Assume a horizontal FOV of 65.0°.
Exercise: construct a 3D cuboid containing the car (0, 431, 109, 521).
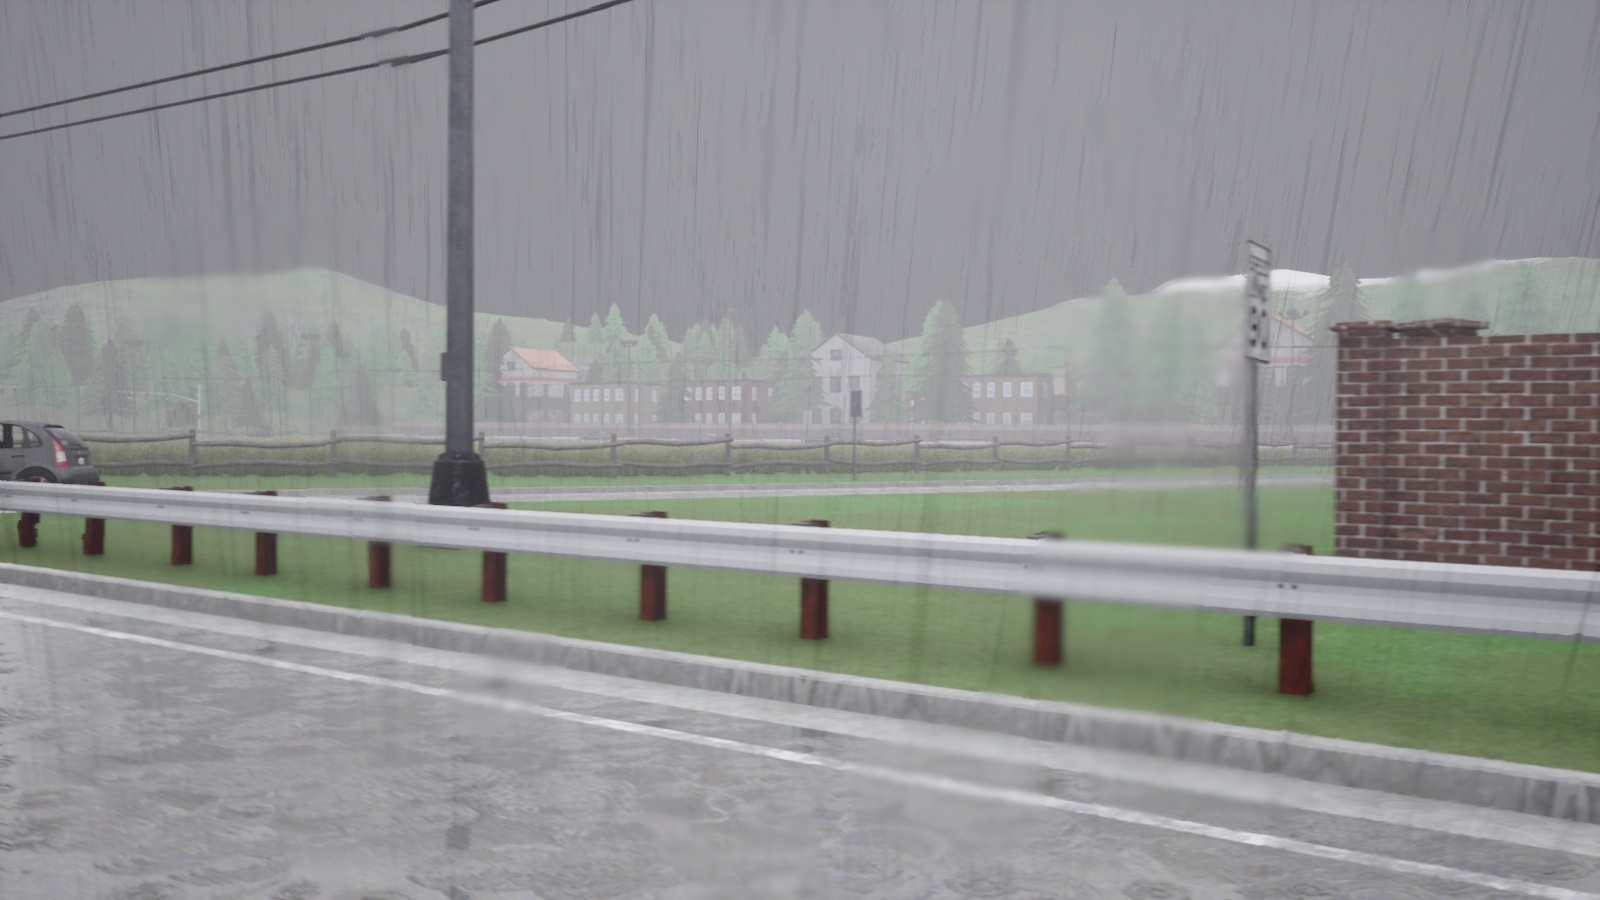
[{"bbox_3d":[-15.455,0.478,23.517,3.988,1.617,1.851,-1,1,-11],"label":"car"}]
